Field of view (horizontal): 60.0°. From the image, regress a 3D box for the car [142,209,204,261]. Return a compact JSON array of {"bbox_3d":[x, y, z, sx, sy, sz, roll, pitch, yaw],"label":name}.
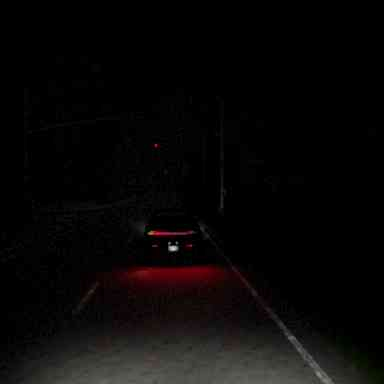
[{"bbox_3d":[-0.683,1.347,11.757,2.128,1.511,4.902,0,1,-4],"label":"car"}]
